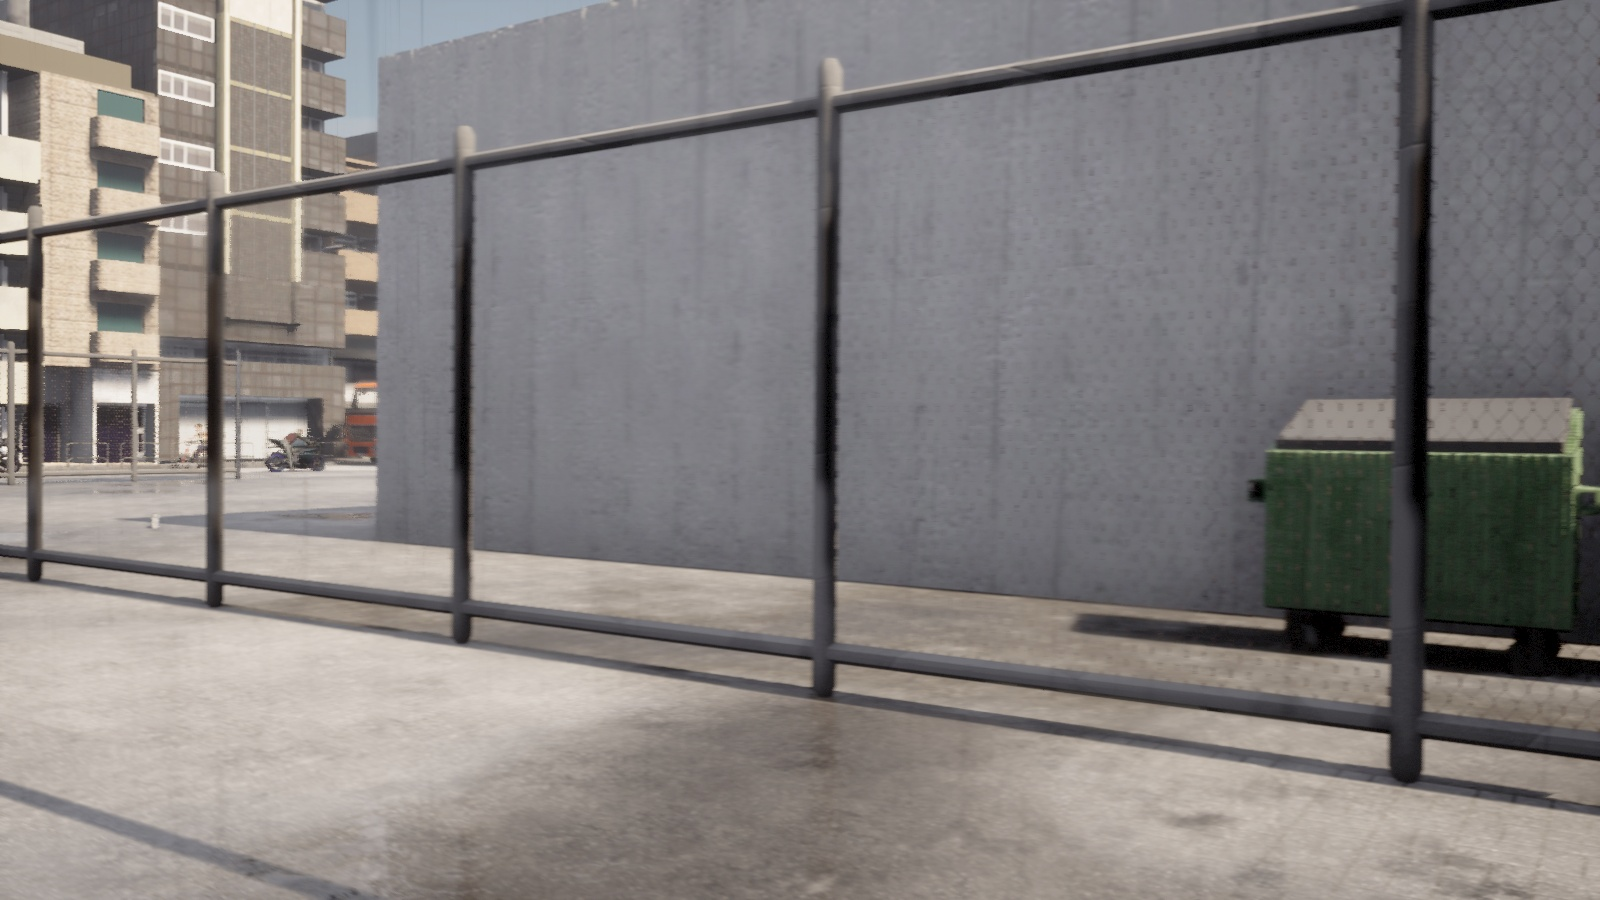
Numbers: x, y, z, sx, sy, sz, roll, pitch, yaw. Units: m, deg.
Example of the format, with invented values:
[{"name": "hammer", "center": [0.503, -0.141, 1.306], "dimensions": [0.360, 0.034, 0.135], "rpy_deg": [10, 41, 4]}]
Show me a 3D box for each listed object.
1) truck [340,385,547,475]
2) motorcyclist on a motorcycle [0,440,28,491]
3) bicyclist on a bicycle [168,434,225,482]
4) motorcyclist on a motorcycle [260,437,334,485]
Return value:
[{"name": "truck", "center": [-14.654, -0.830, 52.200], "dimensions": [2.891, 3.462, 7.936], "rpy_deg": [0, 1, 41]}, {"name": "motorcyclist on a motorcycle", "center": [-24.461, 0.476, 37.501], "dimensions": [0.866, 1.530, 2.191], "rpy_deg": [0, 1, 33]}, {"name": "bicyclist on a bicycle", "center": [-20.718, 0.267, 43.148], "dimensions": [0.866, 1.612, 1.509], "rpy_deg": [0, 1, 34]}, {"name": "motorcyclist on a motorcycle", "center": [-16.759, 0.346, 41.890], "dimensions": [0.866, 1.530, 2.191], "rpy_deg": [0, 1, 34]}]
